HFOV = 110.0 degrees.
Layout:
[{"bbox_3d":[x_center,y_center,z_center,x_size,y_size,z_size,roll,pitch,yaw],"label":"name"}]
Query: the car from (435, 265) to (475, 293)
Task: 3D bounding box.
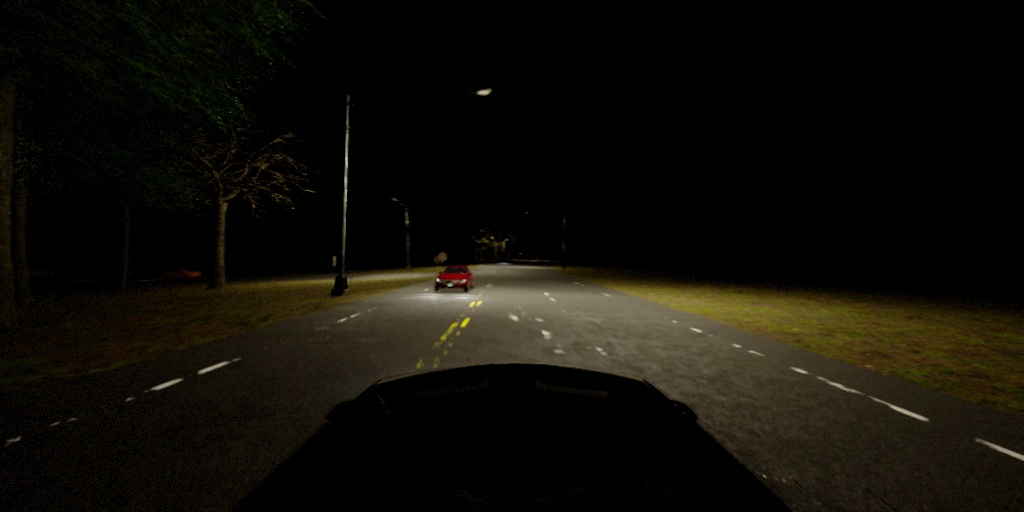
[{"bbox_3d":[-3.274,1.278,21.246,1.812,1.442,4.674,2,0,0],"label":"car"}]
